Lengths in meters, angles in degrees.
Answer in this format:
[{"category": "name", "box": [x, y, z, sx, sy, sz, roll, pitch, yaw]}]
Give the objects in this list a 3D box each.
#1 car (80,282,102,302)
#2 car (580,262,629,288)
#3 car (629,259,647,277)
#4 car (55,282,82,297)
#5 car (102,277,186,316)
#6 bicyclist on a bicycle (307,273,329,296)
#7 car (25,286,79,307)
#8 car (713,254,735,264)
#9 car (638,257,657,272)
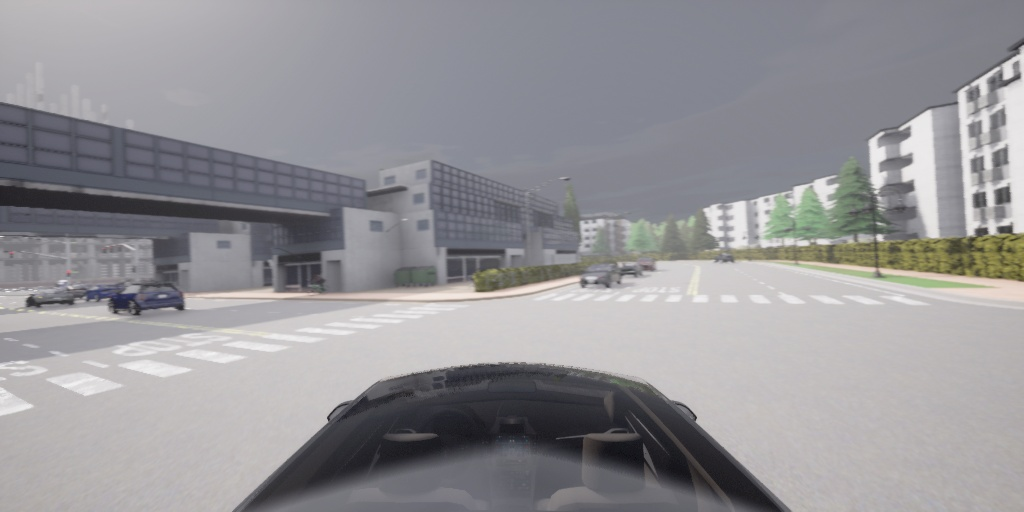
[{"category": "car", "box": [-37.523, 3.371, 33.180, 5.008, 1.535, 1.882, -3, -1, 29]}, {"category": "car", "box": [5.961, 1.238, 23.784, 2.128, 1.511, 4.902, -3, -1, 30]}, {"category": "car", "box": [10.649, 1.237, 32.516, 1.895, 1.301, 4.718, -3, -1, 28]}, {"category": "car", "box": [-45.795, 3.825, 37.527, 4.902, 1.511, 2.128, -3, -1, 28]}, {"category": "car", "box": [-20.722, 2.301, 20.326, 4.553, 1.767, 2.097, -3, -1, 28]}, {"category": "bicyclist on a bicycle", "box": [-13.739, 1.990, 25.424, 0.582, 1.620, 1.656, -3, -1, 28]}, {"category": "car", "box": [-38.137, 3.442, 29.599, 4.181, 1.385, 1.994, -3, -1, 28]}, {"category": "car", "box": [33.016, 0.388, 55.999, 1.837, 1.490, 4.892, -3, -1, 11]}, {"category": "car", "box": [15.344, 0.879, 41.385, 2.097, 1.767, 4.553, -3, -1, 28]}]
